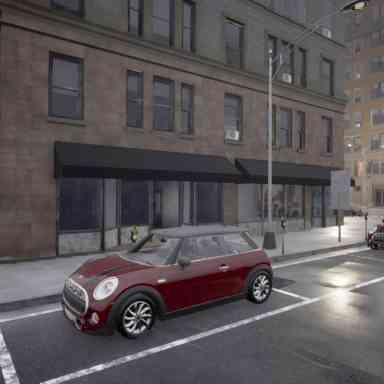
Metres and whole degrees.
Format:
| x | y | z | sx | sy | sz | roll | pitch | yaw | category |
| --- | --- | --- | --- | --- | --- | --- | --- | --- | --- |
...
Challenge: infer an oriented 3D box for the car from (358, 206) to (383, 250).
| x | y | z | sx | sy | sz | roll | pitch | yaw | category |
| --- | --- | --- | --- | --- | --- | --- | --- | --- | --- |
| 8.581 | 1.445 | 12.910 | 4.097 | 1.590 | 1.967 | 0 | 0 | -36 | car |

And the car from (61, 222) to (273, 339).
| x | y | z | sx | sy | sz | roll | pitch | yaw | category |
| --- | --- | --- | --- | --- | --- | --- | --- | --- | --- |
| -0.351 | 1.441 | 6.513 | 4.097 | 1.590 | 1.967 | 0 | 0 | -36 | car |

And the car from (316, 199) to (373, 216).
| x | y | z | sx | sy | sz | roll | pitch | yaw | category |
| --- | --- | --- | --- | --- | --- | --- | --- | --- | --- |
| 14.556 | 1.450 | 32.048 | 1.812 | 1.442 | 4.674 | 1 | 0 | -36 | car |

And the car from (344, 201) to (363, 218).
| x | y | z | sx | sy | sz | roll | pitch | yaw | category |
| --- | --- | --- | --- | --- | --- | --- | --- | --- | --- |
| 12.751 | 1.430 | 28.998 | 1.812 | 1.442 | 4.674 | 1 | 0 | -35 | car |
